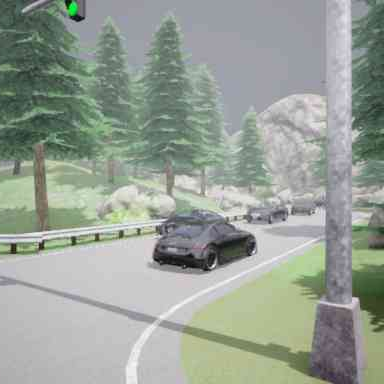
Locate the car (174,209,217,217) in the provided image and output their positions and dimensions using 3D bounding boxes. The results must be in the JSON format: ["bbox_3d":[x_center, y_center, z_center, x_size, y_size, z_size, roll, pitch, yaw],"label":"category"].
[{"bbox_3d":[0.137,1.575,16.828,1.994,1.385,4.181,0,0,34],"label":"car"}]

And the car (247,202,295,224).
[{"bbox_3d":[5.749,1.503,25.038,2.128,1.511,4.902,0,0,34],"label":"car"}]

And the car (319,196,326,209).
[{"bbox_3d":[18.236,1.343,45.676,2.097,1.767,4.553,-1,0,-8],"label":"car"}]

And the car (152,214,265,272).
[{"bbox_3d":[0.583,1.639,11.107,1.994,1.385,4.181,0,-1,34],"label":"car"}]

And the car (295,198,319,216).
[{"bbox_3d":[11.299,1.516,33.617,1.837,1.490,4.892,0,0,27],"label":"car"}]
